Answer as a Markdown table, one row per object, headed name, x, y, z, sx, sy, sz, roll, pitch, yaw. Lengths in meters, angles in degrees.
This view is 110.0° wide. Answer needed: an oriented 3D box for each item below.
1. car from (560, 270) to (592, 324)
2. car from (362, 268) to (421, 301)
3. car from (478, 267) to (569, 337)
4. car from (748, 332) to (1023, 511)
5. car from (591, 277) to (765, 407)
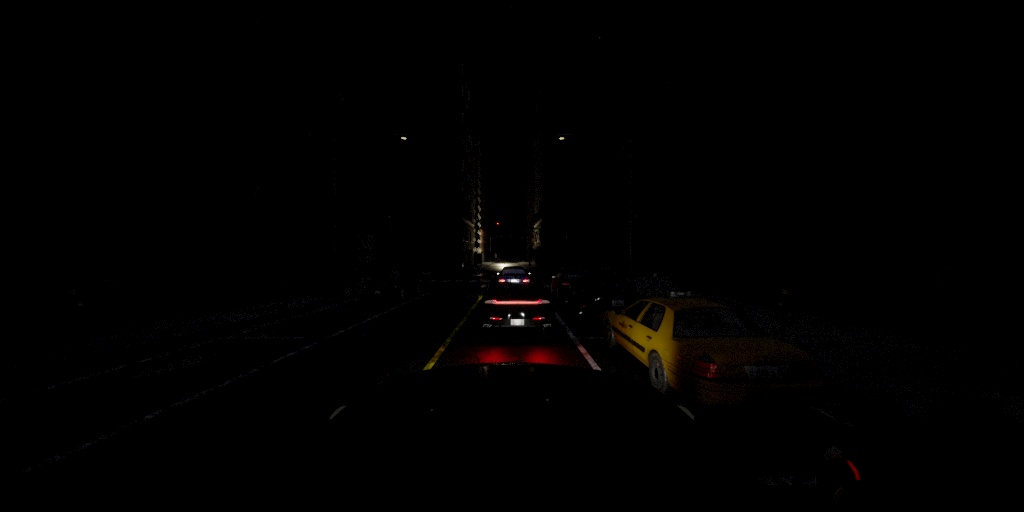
| name | x | y | z | sx | sy | sz | roll | pitch | yaw |
| --- | --- | --- | --- | --- | --- | --- | --- | --- | --- |
| car | 2.876 | 1.312 | 11.776 | 1.948 | 1.339 | 4.313 | 0 | 0 | 0 |
| car | -5.668 | 1.290 | 17.361 | 1.888 | 1.381 | 4.507 | 0 | 0 | 0 |
| car | 0.104 | 1.239 | 10.301 | 2.128 | 1.511 | 4.902 | 0 | 0 | 0 |
| car | 2.873 | 1.301 | 0.604 | 2.007 | 1.370 | 4.403 | 0 | 0 | 0 |
| car | 2.874 | 1.274 | 6.360 | 1.751 | 1.417 | 4.829 | 0 | 0 | 0 |
